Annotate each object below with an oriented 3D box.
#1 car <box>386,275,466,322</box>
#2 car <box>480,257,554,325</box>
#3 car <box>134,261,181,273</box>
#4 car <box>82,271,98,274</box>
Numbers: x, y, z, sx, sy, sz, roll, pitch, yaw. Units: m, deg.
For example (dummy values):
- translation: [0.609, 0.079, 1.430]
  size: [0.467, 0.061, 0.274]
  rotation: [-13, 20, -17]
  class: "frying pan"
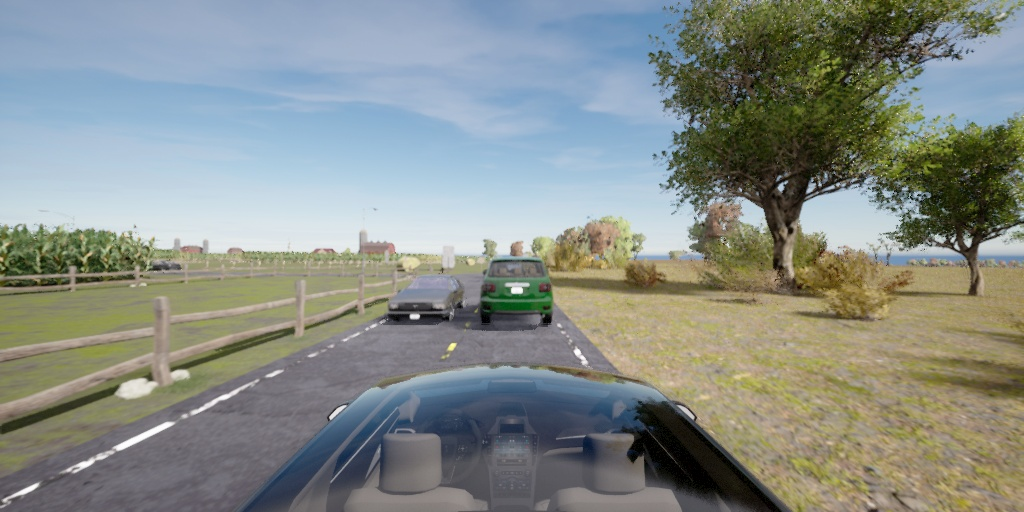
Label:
- translation: [-2.810, 1.397, 13.055]
  size: [2.033, 1.411, 5.357]
  rotation: [0, -1, 0]
  class: "car"
- translation: [0.137, 1.064, 12.410]
  size: [2.150, 2.045, 5.566]
  rotation: [0, -1, 0]
  class: "car"
- translation: [-43.534, 1.317, 43.994]
  size: [4.902, 1.511, 2.128]
  rotation: [1, 0, 0]
  class: "car"
- translation: [-49.997, 1.285, 41.163]
  size: [4.892, 1.490, 1.837]
  rotation: [0, 0, 0]
  class: "car"
